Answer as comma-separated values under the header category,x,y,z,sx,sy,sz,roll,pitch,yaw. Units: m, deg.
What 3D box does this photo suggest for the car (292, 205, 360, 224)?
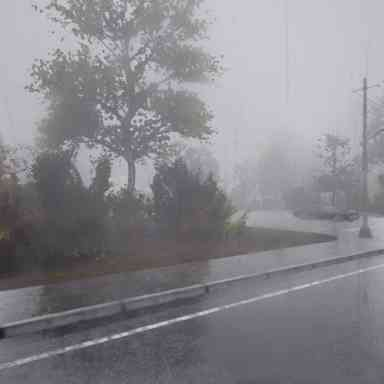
category,x,y,z,sx,sy,sz,roll,pitch,yaw
car,10.304,1.673,25.706,1.895,1.301,4.718,0,-1,-39
